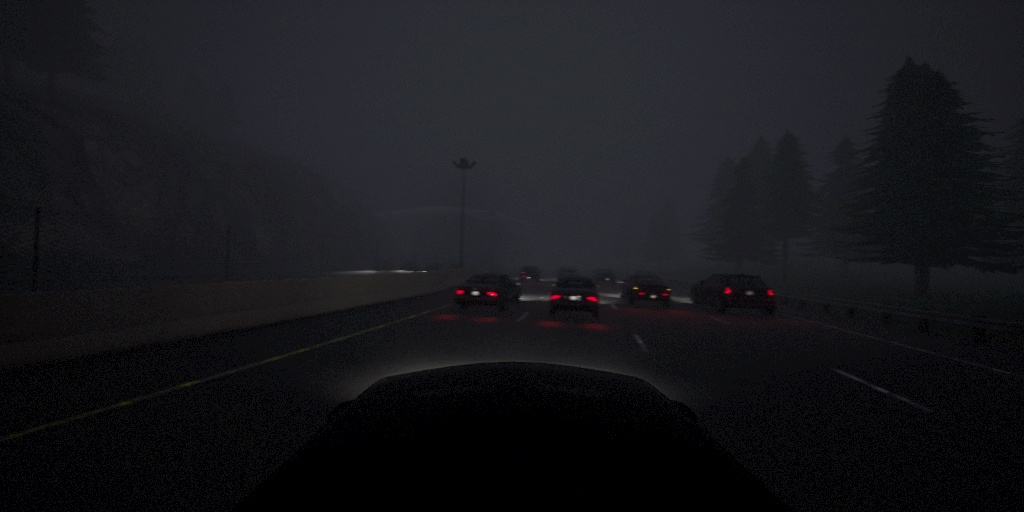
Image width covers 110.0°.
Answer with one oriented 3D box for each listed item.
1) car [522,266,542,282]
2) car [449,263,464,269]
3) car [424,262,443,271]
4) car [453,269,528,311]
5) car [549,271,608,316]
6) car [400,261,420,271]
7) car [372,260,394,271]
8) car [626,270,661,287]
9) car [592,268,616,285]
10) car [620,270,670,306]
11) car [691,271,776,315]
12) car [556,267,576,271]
[{"bbox_3d":[1.732,1.687,34.387,1.837,1.490,4.892,2,0,5],"label":"car"},{"bbox_3d":[-8.102,1.678,53.365,1.994,1.385,4.181,2,-1,0],"label":"car"},{"bbox_3d":[-11.598,1.575,53.247,1.994,1.385,4.181,2,-1,0],"label":"car"},{"bbox_3d":[-0.855,1.432,15.408,2.033,1.411,5.357,2,-1,11],"label":"car"},{"bbox_3d":[2.569,1.524,14.693,2.033,1.411,5.357,2,-1,11],"label":"car"},{"bbox_3d":[-15.096,1.470,53.100,1.994,1.385,4.181,2,-1,0],"label":"car"},{"bbox_3d":[-18.593,1.279,51.780,2.128,1.511,4.902,2,-1,0],"label":"car"},{"bbox_3d":[12.188,2.040,33.536,1.994,1.385,4.181,2,-1,5],"label":"car"},{"bbox_3d":[8.762,1.912,34.430,1.812,1.442,4.674,2,-1,5],"label":"car"},{"bbox_3d":[6.788,1.669,18.503,1.812,1.442,4.674,2,-1,9],"label":"car"},{"bbox_3d":[10.011,1.567,16.625,2.097,1.767,4.553,2,-1,10],"label":"car"},{"bbox_3d":[5.199,1.768,33.872,2.128,1.511,4.902,2,-1,5],"label":"car"}]
